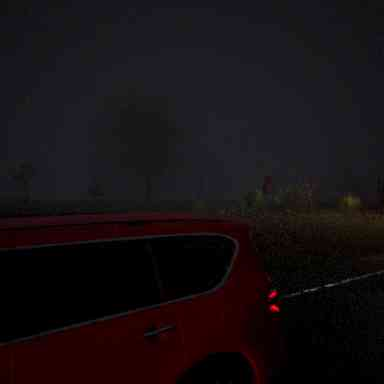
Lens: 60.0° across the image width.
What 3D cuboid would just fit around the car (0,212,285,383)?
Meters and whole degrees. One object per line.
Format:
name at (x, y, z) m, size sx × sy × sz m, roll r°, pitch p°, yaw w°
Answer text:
car at (-1.674, 1.235, 2.650) m, size 5.566 × 2.045 × 2.150 m, roll 1°, pitch -1°, yaw -35°
